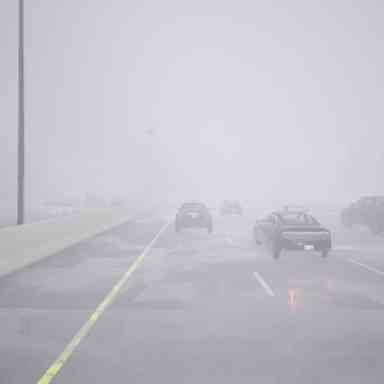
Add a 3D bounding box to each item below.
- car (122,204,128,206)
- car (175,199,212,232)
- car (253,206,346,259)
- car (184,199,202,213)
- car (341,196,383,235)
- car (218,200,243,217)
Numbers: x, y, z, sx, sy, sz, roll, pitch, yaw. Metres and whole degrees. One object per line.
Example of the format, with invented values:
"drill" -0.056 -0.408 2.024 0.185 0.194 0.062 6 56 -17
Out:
"car" -11.329 1.356 51.929 2.097 1.767 4.553 0 0 -5
"car" 0.099 1.353 20.434 2.097 1.767 4.553 0 0 0
"car" 3.599 1.492 12.673 2.128 1.511 4.902 0 0 0
"car" 0.028 1.550 39.151 2.033 1.411 5.357 0 0 -1
"car" 10.598 1.223 18.963 2.150 2.045 5.566 0 0 0
"car" 3.598 1.493 31.399 2.128 1.511 4.902 0 0 0
